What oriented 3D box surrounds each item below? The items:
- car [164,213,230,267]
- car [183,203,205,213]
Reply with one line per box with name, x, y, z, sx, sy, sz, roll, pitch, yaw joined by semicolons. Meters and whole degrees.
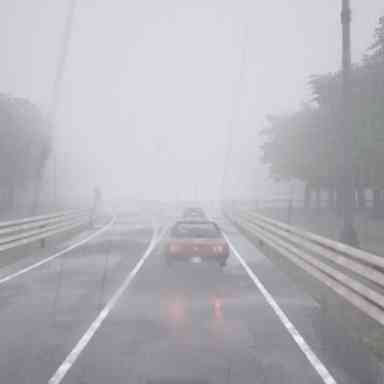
car;0.132;1.630;11.595;1.895;1.301;4.718;1;0;0
car;0.170;1.658;29.361;1.812;1.442;4.674;0;-1;1
